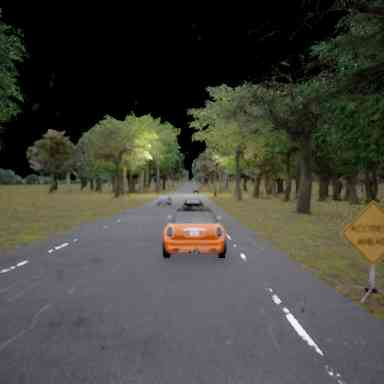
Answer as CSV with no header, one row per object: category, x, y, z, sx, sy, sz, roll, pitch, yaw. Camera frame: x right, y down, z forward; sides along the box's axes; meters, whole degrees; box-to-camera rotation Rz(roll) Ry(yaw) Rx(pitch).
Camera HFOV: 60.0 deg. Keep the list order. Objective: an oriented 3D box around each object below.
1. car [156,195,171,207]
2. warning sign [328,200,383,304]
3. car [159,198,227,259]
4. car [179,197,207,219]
car,-3.588,1.098,43.626,1.812,1.442,4.674,0,1,0
warning sign,3.553,1.101,6.561,1.300,1.860,1.060,0,0,0
car,0.083,1.299,12.589,2.097,1.767,4.553,0,1,0
car,0.085,1.262,27.987,2.128,1.511,4.902,0,1,0
